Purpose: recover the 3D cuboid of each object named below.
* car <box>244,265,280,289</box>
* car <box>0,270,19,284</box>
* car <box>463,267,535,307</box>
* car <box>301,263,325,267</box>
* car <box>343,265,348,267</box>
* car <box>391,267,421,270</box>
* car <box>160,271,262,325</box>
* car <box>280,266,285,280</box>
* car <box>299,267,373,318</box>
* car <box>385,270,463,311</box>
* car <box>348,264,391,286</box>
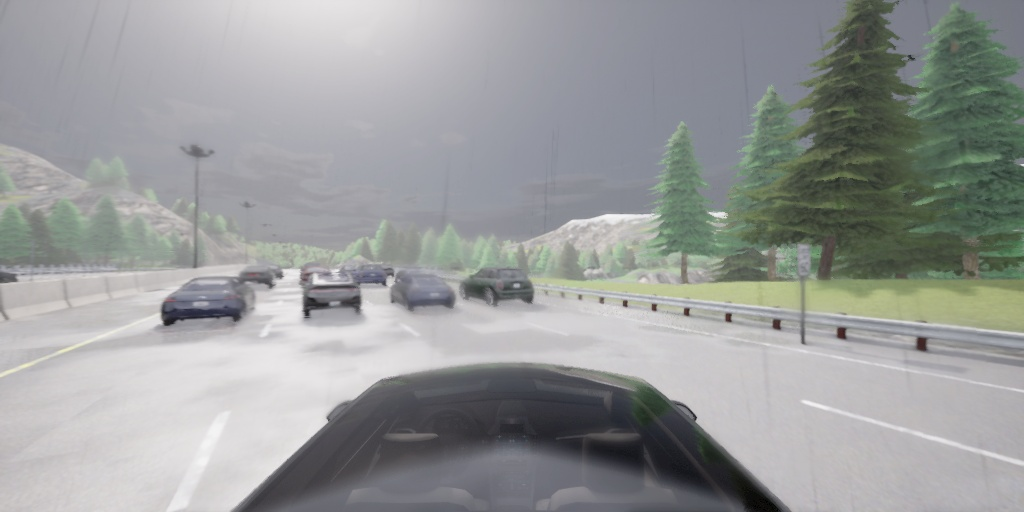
[{"bbox_3d":[-17.324,1.444,24.565,1.837,1.490,4.892,1,-2,-30],"label":"car"},{"bbox_3d":[-31.265,1.337,20.555,2.033,1.411,5.357,1,-1,-30],"label":"car"},{"bbox_3d":[-0.848,1.306,17.201,2.097,1.767,4.553,1,-1,-30],"label":"car"},{"bbox_3d":[-14.005,1.461,25.809,1.882,1.535,5.008,1,-1,-30],"label":"car"},{"bbox_3d":[-17.267,1.680,38.266,2.033,1.411,5.357,1,-1,-30],"label":"car"},{"bbox_3d":[-8.527,1.648,30.331,1.994,1.385,4.181,1,-1,-30],"label":"car"},{"bbox_3d":[-10.127,1.390,12.275,1.994,1.385,4.181,1,-1,-30],"label":"car"},{"bbox_3d":[-23.874,1.576,35.721,1.812,1.442,4.674,1,-1,-30],"label":"car"},{"bbox_3d":[-6.931,1.360,13.735,2.128,1.511,4.902,1,-1,-30],"label":"car"},{"bbox_3d":[-3.974,1.479,15.613,1.994,1.385,4.181,1,-1,-30],"label":"car"},{"bbox_3d":[-11.137,1.386,27.851,2.097,1.767,4.553,1,-1,-30],"label":"car"}]
